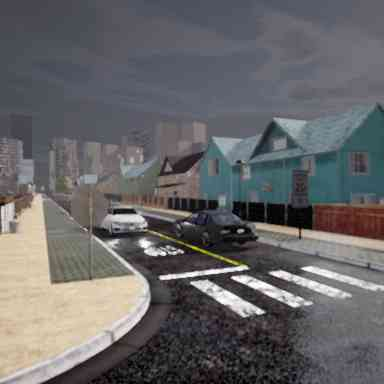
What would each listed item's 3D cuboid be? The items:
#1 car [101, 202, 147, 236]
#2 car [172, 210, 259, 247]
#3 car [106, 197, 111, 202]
[{"bbox_3d":[-3.915,1.513,18.598,1.812,1.442,4.674,0,0,-24],"label":"car"},{"bbox_3d":[0.836,1.528,15.025,2.033,1.411,5.357,0,0,-24],"label":"car"},{"bbox_3d":[-11.588,1.397,42.623,1.837,1.490,4.892,-1,0,-25],"label":"car"}]
